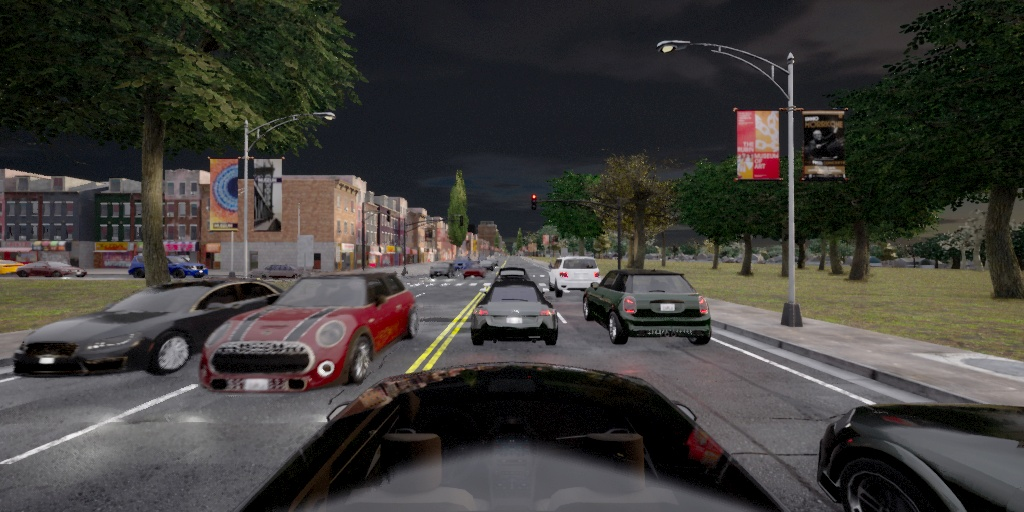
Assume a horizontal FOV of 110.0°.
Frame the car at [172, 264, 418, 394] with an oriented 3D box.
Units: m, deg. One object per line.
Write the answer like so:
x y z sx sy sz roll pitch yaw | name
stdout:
-3.359 1.107 6.959 2.097 1.767 4.553 0 0 0 | car

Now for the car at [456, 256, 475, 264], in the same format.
-6.679 1.069 48.833 2.150 2.045 5.566 0 0 0 | car

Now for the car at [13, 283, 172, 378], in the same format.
-6.609 1.264 7.521 1.837 1.490 4.892 0 -1 0 | car

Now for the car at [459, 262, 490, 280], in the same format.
-3.406 1.488 33.191 1.895 1.301 4.718 0 0 0 | car

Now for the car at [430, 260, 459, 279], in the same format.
-6.662 1.396 34.825 1.837 1.490 4.892 0 0 0 | car

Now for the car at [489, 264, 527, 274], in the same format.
0.014 1.331 18.451 1.837 1.490 4.892 0 0 0 | car

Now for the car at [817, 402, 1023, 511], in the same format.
3.341 1.314 1.008 1.994 1.385 4.181 0 0 0 | car

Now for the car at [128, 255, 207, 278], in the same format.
-29.613 0.963 30.962 5.566 2.045 2.150 0 0 0 | car

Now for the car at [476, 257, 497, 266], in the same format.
-3.428 1.326 48.572 1.882 1.535 5.008 0 0 0 | car

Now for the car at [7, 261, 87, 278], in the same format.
-39.741 1.194 30.960 4.674 1.442 1.812 0 0 0 | car

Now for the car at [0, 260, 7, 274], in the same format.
-48.963 1.118 33.837 5.008 1.535 1.882 0 0 0 | car

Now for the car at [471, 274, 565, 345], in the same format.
0.061 1.332 9.539 1.994 1.385 4.181 0 0 0 | car

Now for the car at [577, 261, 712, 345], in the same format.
3.313 1.121 9.736 2.097 1.767 4.553 0 0 0 | car

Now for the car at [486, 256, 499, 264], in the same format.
-3.418 1.216 65.388 1.837 1.490 4.892 0 0 0 | car

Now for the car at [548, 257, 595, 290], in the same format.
3.264 1.054 19.449 2.150 2.045 5.566 0 0 0 | car

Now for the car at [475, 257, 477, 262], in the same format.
-6.674 1.287 64.019 1.994 1.385 4.181 0 0 0 | car
